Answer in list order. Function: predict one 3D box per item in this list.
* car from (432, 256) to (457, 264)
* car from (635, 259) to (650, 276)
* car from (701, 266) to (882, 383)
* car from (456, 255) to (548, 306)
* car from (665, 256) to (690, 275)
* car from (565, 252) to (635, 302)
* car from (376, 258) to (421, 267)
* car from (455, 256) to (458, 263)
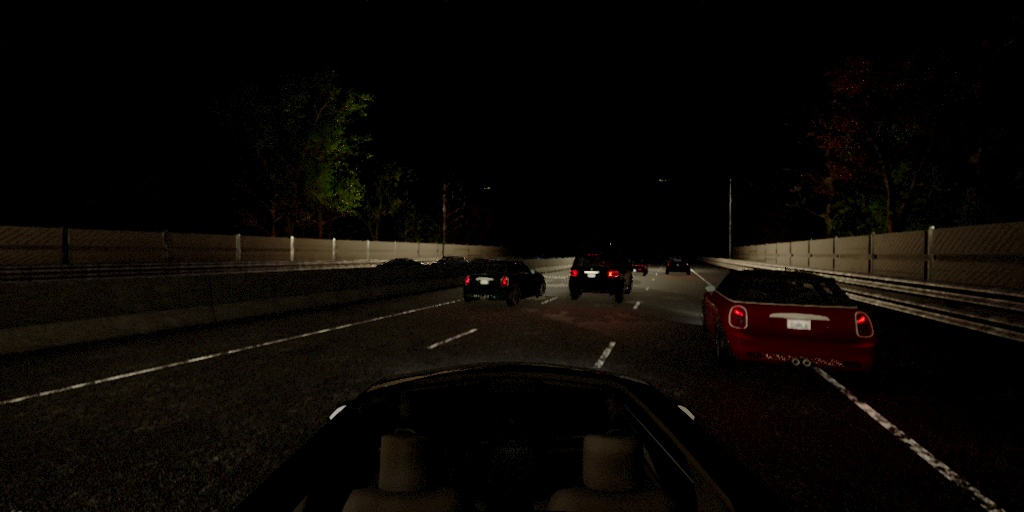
[{"bbox_3d":[-6.375,0.804,36.387,2.097,1.767,4.553,0,1,24],"label":"car"},{"bbox_3d":[11.659,0.984,33.421,1.837,1.490,4.892,0,0,24],"label":"car"},{"bbox_3d":[5.253,1.052,7.441,2.097,1.767,4.553,0,1,24],"label":"car"},{"bbox_3d":[-0.157,0.985,15.305,2.097,1.767,4.553,0,1,24],"label":"car"},{"bbox_3d":[15.961,0.823,34.559,2.097,1.767,4.553,0,1,24],"label":"car"},{"bbox_3d":[4.198,0.845,16.534,2.150,2.045,5.566,0,1,23],"label":"car"},{"bbox_3d":[-10.924,0.943,34.753,1.882,1.535,5.008,0,1,24],"label":"car"},{"bbox_3d":[-3.258,0.992,34.786,1.812,1.442,4.674,0,1,24],"label":"car"}]
